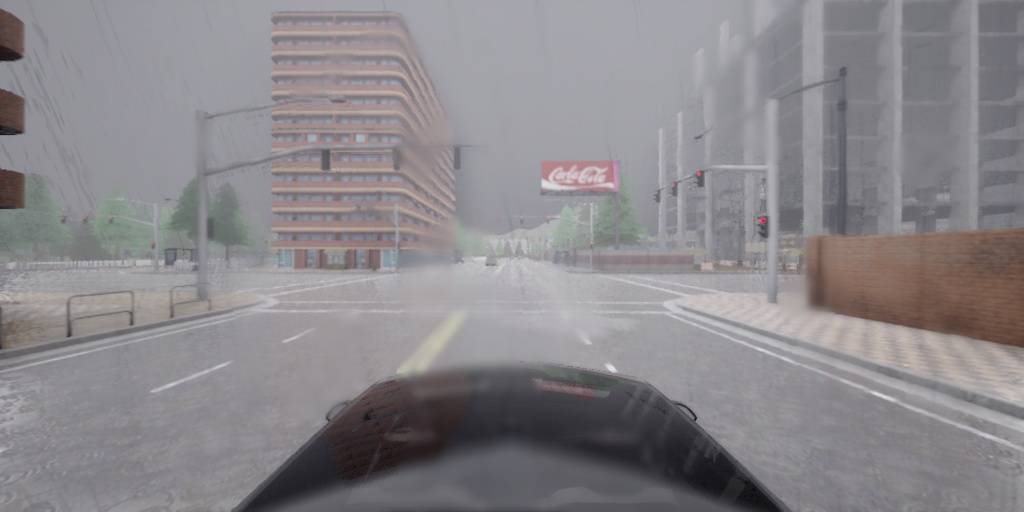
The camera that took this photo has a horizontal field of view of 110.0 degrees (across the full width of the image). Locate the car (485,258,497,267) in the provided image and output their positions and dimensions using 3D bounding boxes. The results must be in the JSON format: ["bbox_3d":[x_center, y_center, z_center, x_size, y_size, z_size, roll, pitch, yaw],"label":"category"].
[{"bbox_3d":[-3.495,1.118,60.988,1.837,1.490,4.892,0,2,0],"label":"car"}]
